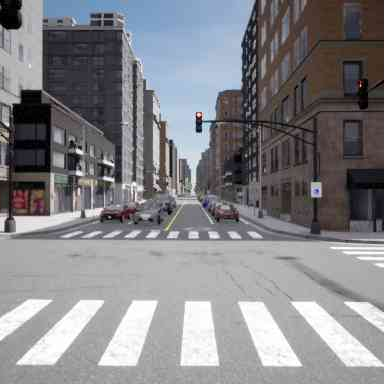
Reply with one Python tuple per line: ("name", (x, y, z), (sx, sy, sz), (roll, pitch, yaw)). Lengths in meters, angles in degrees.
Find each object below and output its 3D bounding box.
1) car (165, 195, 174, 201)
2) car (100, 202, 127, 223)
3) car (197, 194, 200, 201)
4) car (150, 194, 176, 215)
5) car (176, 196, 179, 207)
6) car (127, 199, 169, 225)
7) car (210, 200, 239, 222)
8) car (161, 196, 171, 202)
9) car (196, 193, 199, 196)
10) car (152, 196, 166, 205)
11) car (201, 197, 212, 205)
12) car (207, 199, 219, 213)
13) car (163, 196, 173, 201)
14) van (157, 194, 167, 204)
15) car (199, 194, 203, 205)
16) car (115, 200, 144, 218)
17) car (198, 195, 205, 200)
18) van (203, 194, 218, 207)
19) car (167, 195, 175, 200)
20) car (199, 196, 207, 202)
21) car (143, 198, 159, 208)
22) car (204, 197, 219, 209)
("car", (-5.940, 1.602, 88.342), (1.947, 1.339, 4.313), (1, 0, 0))
("car", (-5.876, 1.550, 25.940), (1.887, 1.381, 4.507), (1, 0, 0))
("car", (2.603, 1.593, 71.327), (1.947, 1.339, 4.313), (1, 0, 0))
("car", (-3.138, 1.230, 34.517), (2.150, 2.045, 5.566), (0, 0, 0))
("car", (-3.138, 1.576, 45.340), (1.994, 1.385, 4.181), (0, 0, -1))
("car", (-3.104, 1.497, 24.346), (2.128, 1.511, 4.902), (0, 0, -1))
("car", (2.650, 1.588, 25.940), (1.802, 1.307, 4.206), (1, 0, 0))
("car", (-5.928, 1.581, 76.996), (2.008, 1.369, 4.403), (1, 0, 0))
("car", (2.594, 1.349, 82.674), (2.192, 1.841, 5.009), (1, 0, 0))
("car", (-5.909, 1.460, 59.977), (1.967, 1.590, 4.097), (1, 0, 0))
("car", (2.615, 1.602, 59.980), (1.802, 1.307, 4.206), (1, 0, 0))
("car", (2.644, 1.589, 31.613), (1.802, 1.307, 4.206), (1, 0, 0))
("car", (-5.934, 1.599, 82.669), (1.947, 1.339, 4.313), (1, 0, 0))
("van", (-5.915, 1.364, 65.650), (1.690, 1.788, 3.998), (1, 0, 0))
("car", (2.629, 1.329, 48.633), (2.192, 1.841, 5.009), (1, 0, 0))
("car", (-5.882, 1.552, 31.613), (1.887, 1.381, 4.507), (1, 0, 0))
("car", (2.581, 1.564, 94.190), (1.752, 1.417, 4.829), (1, 0, 0))
("van", (2.635, 1.352, 42.960), (1.690, 1.788, 3.998), (1, 0, 0))
("car", (-5.945, 1.584, 94.015), (1.887, 1.381, 4.507), (1, 0, 0))
("car", (2.597, 1.556, 77.170), (1.752, 1.417, 4.829), (1, 0, 0))
("car", (-5.899, 1.596, 48.632), (1.802, 1.307, 4.206), (1, 0, 0))
("car", (2.638, 1.591, 37.287), (1.802, 1.307, 4.206), (1, 0, 0))
